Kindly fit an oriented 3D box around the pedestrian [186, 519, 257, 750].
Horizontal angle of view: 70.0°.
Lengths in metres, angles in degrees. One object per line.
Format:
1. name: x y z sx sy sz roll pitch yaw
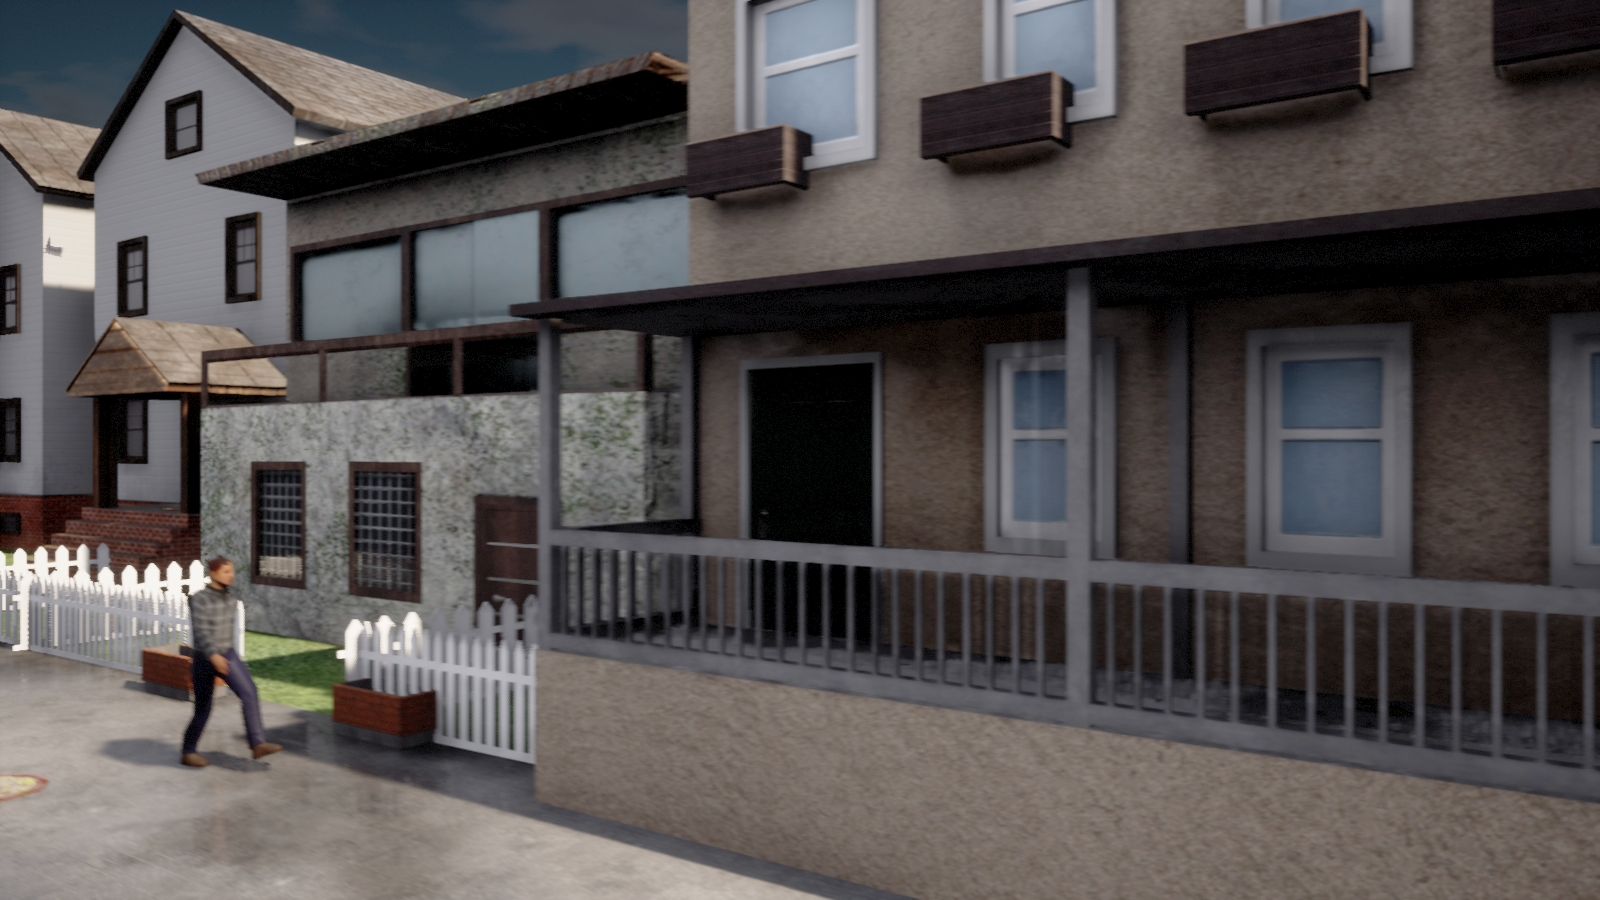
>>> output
1. pedestrian: -4.844 1.523 9.580 0.375 1.860 0.375 0 0 19
